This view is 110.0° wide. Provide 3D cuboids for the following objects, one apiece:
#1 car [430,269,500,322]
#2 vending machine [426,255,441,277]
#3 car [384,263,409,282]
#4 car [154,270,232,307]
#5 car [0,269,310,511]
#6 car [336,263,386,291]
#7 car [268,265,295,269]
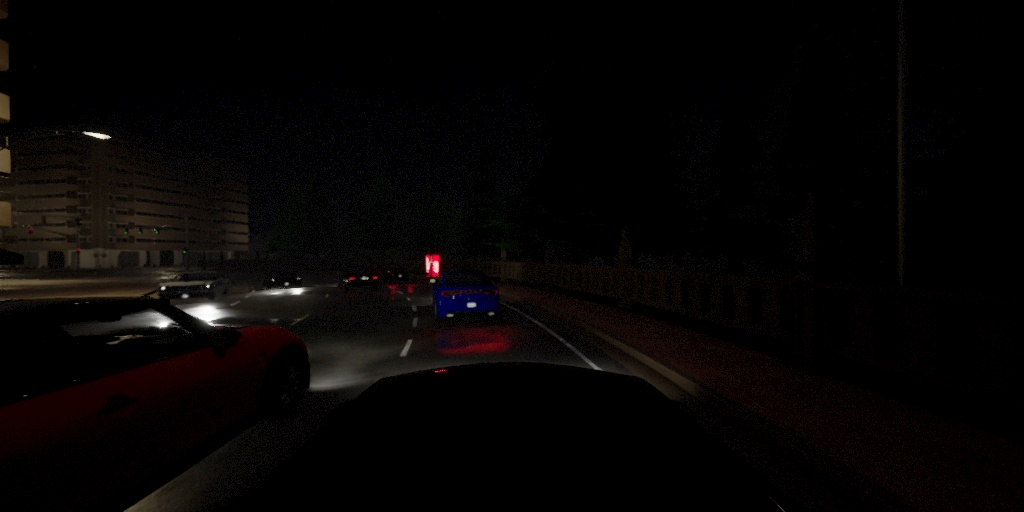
[{"bbox_3d":[-1.740,1.198,12.339,1.882,1.535,5.008,0,0,-14],"label":"car"},{"bbox_3d":[-6.775,0.879,30.923,1.100,2.100,0.880,0,0,-39],"label":"vending machine"},{"bbox_3d":[-9.472,1.243,27.725,1.812,1.442,4.674,0,0,-37],"label":"car"},{"bbox_3d":[-14.965,1.404,17.134,1.895,1.301,4.718,-1,0,-30],"label":"car"},{"bbox_3d":[-3.757,1.125,3.027,2.097,1.767,4.553,-1,0,-2],"label":"car"},{"bbox_3d":[-9.568,1.289,22.069,2.033,1.411,5.357,-1,0,-32],"label":"car"},{"bbox_3d":[-15.401,1.326,23.965,2.033,1.411,5.357,-1,0,-39],"label":"car"}]
